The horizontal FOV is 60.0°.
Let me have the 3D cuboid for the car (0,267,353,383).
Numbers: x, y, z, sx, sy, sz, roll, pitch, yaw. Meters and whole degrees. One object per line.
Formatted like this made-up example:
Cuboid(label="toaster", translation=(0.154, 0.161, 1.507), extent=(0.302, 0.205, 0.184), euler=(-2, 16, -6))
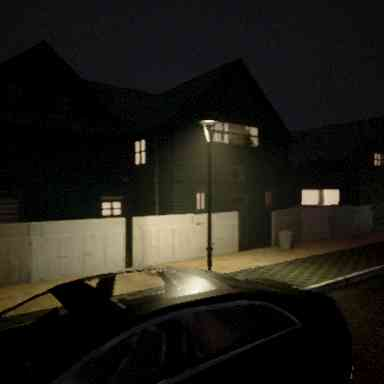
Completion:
Cuboid(label="car", translation=(-0.663, 1.494, 2.632), extent=(4.902, 1.511, 2.128), euler=(0, 0, -36))
